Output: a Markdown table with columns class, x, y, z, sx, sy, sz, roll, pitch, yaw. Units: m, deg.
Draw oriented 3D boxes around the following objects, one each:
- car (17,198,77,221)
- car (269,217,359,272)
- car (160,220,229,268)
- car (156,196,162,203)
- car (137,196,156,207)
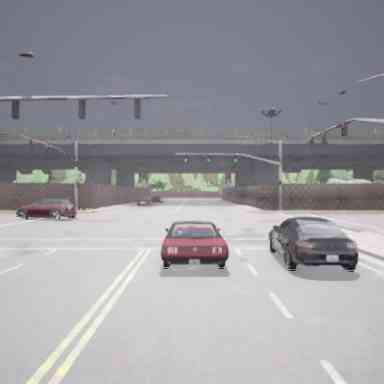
| class | x | y | z | sx | sy | sz | roll | pitch | yaw |
| --- | --- | --- | --- | --- | --- | --- | --- | --- | --- |
| car | -11.729 | 1.301 | 26.812 | 4.553 | 1.767 | 2.097 | 0 | 0 | 14 |
| car | 3.702 | 1.520 | 10.744 | 1.812 | 1.442 | 4.674 | 0 | 0 | 3 |
| car | 0.021 | 1.594 | 11.157 | 1.895 | 1.301 | 4.718 | 0 | 0 | -1 |
| car | -7.035 | 1.438 | 66.029 | 1.882 | 1.535 | 5.008 | 0 | 0 | 0 |
| car | -7.094 | 1.461 | 50.046 | 2.128 | 1.511 | 4.902 | 0 | 0 | 0 |
